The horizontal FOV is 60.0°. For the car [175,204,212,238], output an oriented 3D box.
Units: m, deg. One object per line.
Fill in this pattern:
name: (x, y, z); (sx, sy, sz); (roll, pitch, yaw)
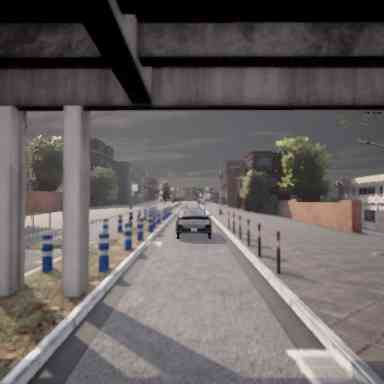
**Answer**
car: (0.096, 1.632, 18.421); (2.128, 1.511, 4.902); (0, -1, 0)

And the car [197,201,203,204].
car: (0.085, 1.998, 36.775); (1.895, 1.301, 4.718); (0, -1, 0)
